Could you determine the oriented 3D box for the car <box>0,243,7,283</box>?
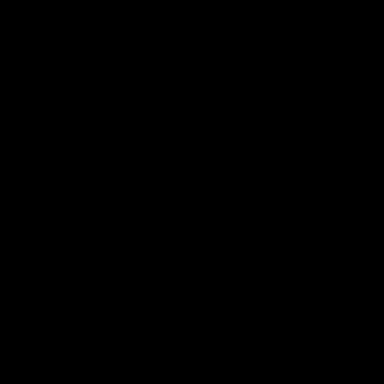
[{"bbox_3d":[-6.311,1.416,8.230,3.806,1.475,1.970,0,0,37],"label":"car"}]
